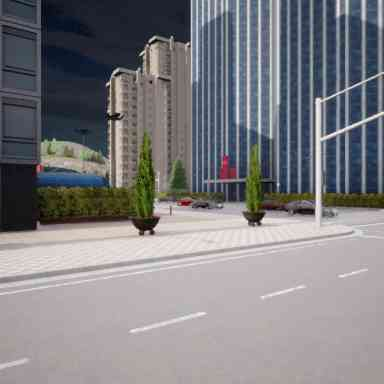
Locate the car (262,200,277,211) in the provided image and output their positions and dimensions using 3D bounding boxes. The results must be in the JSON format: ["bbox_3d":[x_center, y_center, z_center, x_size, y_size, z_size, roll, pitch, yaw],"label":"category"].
[{"bbox_3d":[9.247,1.601,37.321,1.895,1.301,4.718,0,0,-36],"label":"car"}]

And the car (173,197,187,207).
[{"bbox_3d":[-0.298,1.477,50.525,1.882,1.535,5.008,0,0,-36],"label":"car"}]

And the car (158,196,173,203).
[{"bbox_3d":[-5.345,1.498,69.719,2.128,1.511,4.902,0,0,-36],"label":"car"}]

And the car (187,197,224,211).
[{"bbox_3d":[1.919,1.492,41.479,2.128,1.511,4.902,0,0,-36],"label":"car"}]

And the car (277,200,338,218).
[{"bbox_3d":[10.497,1.489,29.642,2.128,1.511,4.902,0,0,-36],"label":"car"}]
